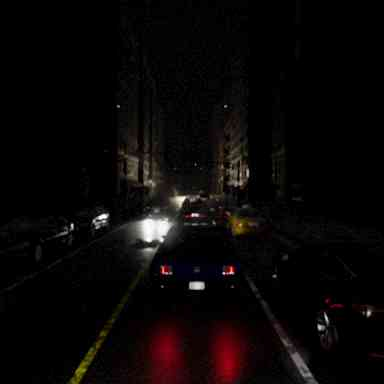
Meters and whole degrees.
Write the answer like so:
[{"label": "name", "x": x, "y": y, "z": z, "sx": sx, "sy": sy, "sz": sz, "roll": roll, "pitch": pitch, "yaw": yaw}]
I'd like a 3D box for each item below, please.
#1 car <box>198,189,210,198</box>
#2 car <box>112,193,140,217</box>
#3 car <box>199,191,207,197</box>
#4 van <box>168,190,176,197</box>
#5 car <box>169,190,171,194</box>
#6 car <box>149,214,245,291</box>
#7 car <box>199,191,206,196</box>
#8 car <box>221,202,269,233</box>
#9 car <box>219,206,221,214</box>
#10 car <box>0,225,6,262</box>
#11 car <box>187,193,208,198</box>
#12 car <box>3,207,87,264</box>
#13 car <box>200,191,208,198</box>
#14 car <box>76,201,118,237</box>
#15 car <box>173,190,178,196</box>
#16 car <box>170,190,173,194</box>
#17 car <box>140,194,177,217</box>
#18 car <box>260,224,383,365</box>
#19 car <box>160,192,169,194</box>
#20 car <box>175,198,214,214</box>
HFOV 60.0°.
[{"label": "car", "x": 2.829, "y": 0.636, "z": 70.214, "sx": 1.967, "sy": 1.590, "sz": 4.097, "roll": 0, "pitch": 1, "yaw": 0}, {"label": "car", "x": -5.314, "y": 1.005, "z": 27.420, "sx": 2.192, "sy": 1.841, "sz": 5.009, "roll": 0, "pitch": 1, "yaw": 0}, {"label": "car", "x": 2.873, "y": 0.546, "z": 86.578, "sx": 1.887, "sy": 1.381, "sz": 4.507, "roll": 0, "pitch": 1, "yaw": 0}, {"label": "van", "x": -5.151, "y": 0.342, "z": 86.603, "sx": 1.690, "sy": 1.788, "sz": 3.998, "roll": 0, "pitch": 1, "yaw": 0}, {"label": "car", "x": -5.226, "y": 0.868, "z": 59.338, "sx": 1.887, "sy": 1.381, "sz": 4.507, "roll": 0, "pitch": 1, "yaw": 0}, {"label": "car", "x": 0.123, "y": 1.504, "z": 8.660, "sx": 1.895, "sy": 1.301, "sz": 4.718, "roll": 0, "pitch": 1, "yaw": 1}, {"label": "car", "x": 2.888, "y": 0.487, "z": 92.032, "sx": 2.008, "sy": 1.369, "sz": 4.403, "roll": 0, "pitch": 1, "yaw": 0}, {"label": "car", "x": 2.682, "y": 1.337, "z": 16.737, "sx": 1.752, "sy": 1.417, "sz": 4.829, "roll": 0, "pitch": 1, "yaw": 0}, {"label": "car", "x": 2.697, "y": 1.334, "z": 21.980, "sx": 1.802, "sy": 1.307, "sz": 4.206, "roll": 0, "pitch": 1, "yaw": 0}, {"label": "car", "x": -5.373, "y": 1.518, "z": 5.773, "sx": 1.802, "sy": 1.307, "sz": 4.206, "roll": 0, "pitch": 1, "yaw": 0}, {"label": "car", "x": 0.057, "y": 1.160, "z": 28.114, "sx": 1.882, "sy": 1.535, "sz": 5.008, "roll": 0, "pitch": 1, "yaw": -1}, {"label": "car", "x": -5.358, "y": 1.426, "z": 11.185, "sx": 2.008, "sy": 1.369, "sz": 4.403, "roll": 0, "pitch": 1, "yaw": 0}, {"label": "car", "x": 2.859, "y": 0.506, "z": 81.123, "sx": 1.967, "sy": 1.590, "sz": 4.097, "roll": 0, "pitch": 1, "yaw": 0}, {"label": "car", "x": -5.343, "y": 1.364, "z": 16.598, "sx": 2.008, "sy": 1.369, "sz": 4.403, "roll": 0, "pitch": 1, "yaw": 0}, {"label": "car", "x": -5.167, "y": 0.632, "z": 81.152, "sx": 1.947, "sy": 1.339, "sz": 4.313, "roll": 0, "pitch": 1, "yaw": 0}, {"label": "car", "x": -5.212, "y": 0.787, "z": 64.621, "sx": 1.752, "sy": 1.417, "sz": 4.829, "roll": 0, "pitch": 1, "yaw": 0}, {"label": "car", "x": -2.678, "y": 1.183, "z": 27.632, "sx": 2.128, "sy": 1.511, "sz": 4.902, "roll": 0, "pitch": 1, "yaw": 0}, {"label": "car", "x": 2.652, "y": 1.502, "z": 5.742, "sx": 1.947, "sy": 1.339, "sz": 4.313, "roll": 0, "pitch": 1, "yaw": 0}, {"label": "car", "x": -5.241, "y": 0.938, "z": 53.884, "sx": 2.008, "sy": 1.369, "sz": 4.403, "roll": 0, "pitch": 1, "yaw": 0}, {"label": "car", "x": 0.152, "y": 1.301, "z": 18.244, "sx": 1.837, "sy": 1.490, "sz": 4.892, "roll": 0, "pitch": 1, "yaw": 0}]
